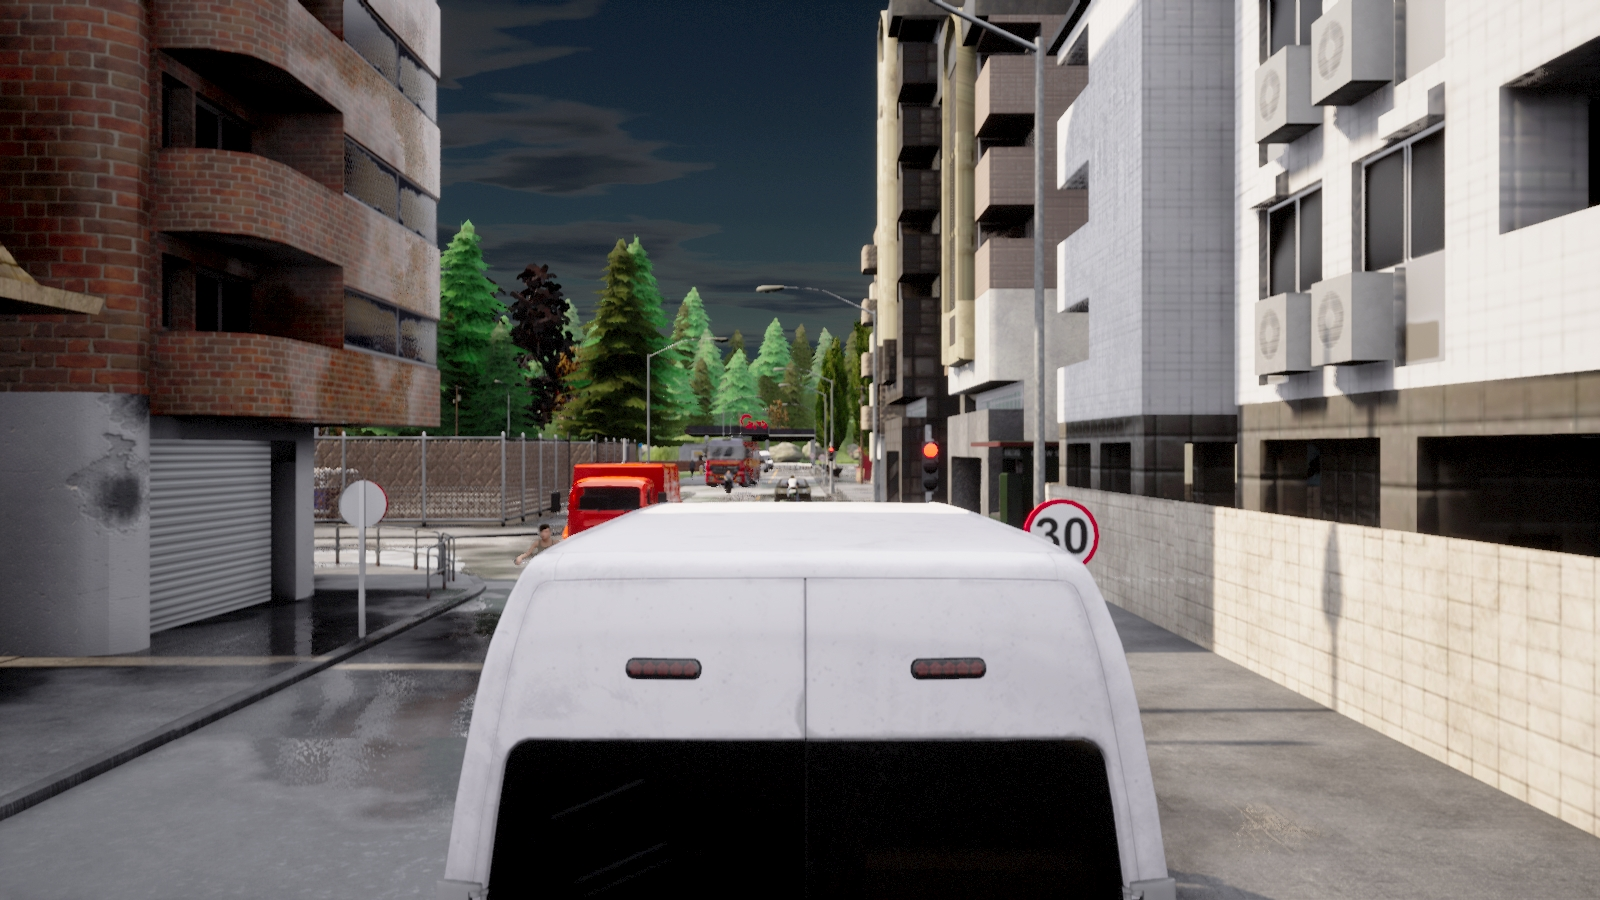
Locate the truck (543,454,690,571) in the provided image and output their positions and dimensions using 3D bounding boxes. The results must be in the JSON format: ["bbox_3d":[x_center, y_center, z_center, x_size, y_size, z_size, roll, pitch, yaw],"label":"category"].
[{"bbox_3d":[-4.135,1.328,26.793,2.627,2.467,5.204,0,0,0],"label":"truck"}]

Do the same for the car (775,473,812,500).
[{"bbox_3d":[-0.339,1.893,60.159,1.895,1.301,4.718,0,0,0],"label":"car"}]

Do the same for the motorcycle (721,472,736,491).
[{"bbox_3d":[-4.470,1.943,71.346,0.803,1.145,2.033,0,0,0],"label":"motorcycle"}]

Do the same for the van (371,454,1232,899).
[{"bbox_3d":[-0.009,1.309,5.597,1.988,2.561,5.915,0,0,0],"label":"van"}]
